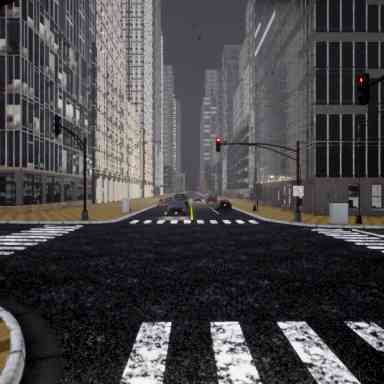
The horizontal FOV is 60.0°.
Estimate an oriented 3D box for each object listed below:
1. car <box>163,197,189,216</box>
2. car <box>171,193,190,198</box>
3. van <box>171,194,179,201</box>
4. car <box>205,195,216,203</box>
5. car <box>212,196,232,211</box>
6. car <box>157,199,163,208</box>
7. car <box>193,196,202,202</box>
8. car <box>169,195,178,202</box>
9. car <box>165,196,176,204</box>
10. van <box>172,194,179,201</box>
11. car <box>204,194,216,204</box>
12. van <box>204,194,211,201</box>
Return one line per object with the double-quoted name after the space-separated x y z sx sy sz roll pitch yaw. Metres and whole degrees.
-1.498 1.564 33.511 2.033 1.411 5.357 0 0 -1 "car"
-1.541 1.232 46.208 2.150 2.045 5.566 0 0 0 "car"
-4.151 1.321 80.404 1.690 1.788 3.998 0 0 0 "van"
3.774 1.432 69.381 1.967 1.590 4.097 0 0 0 "car"
3.935 1.579 41.744 1.947 1.339 4.313 0 0 0 "car"
-4.017 1.593 47.238 1.802 1.307 4.206 0 0 0 "car"
1.207 1.529 72.857 2.033 1.411 5.357 0 0 0 "car"
-4.128 1.426 74.877 1.967 1.590 4.097 0 0 0 "car"
-4.084 1.564 63.821 1.947 1.339 4.313 0 0 0 "car"
-4.173 1.315 85.932 1.690 1.788 3.998 0 0 0 "van"
3.797 1.313 63.853 2.192 1.841 5.009 0 0 0 "car"
3.729 1.321 80.436 1.690 1.788 3.998 0 0 0 "van"
